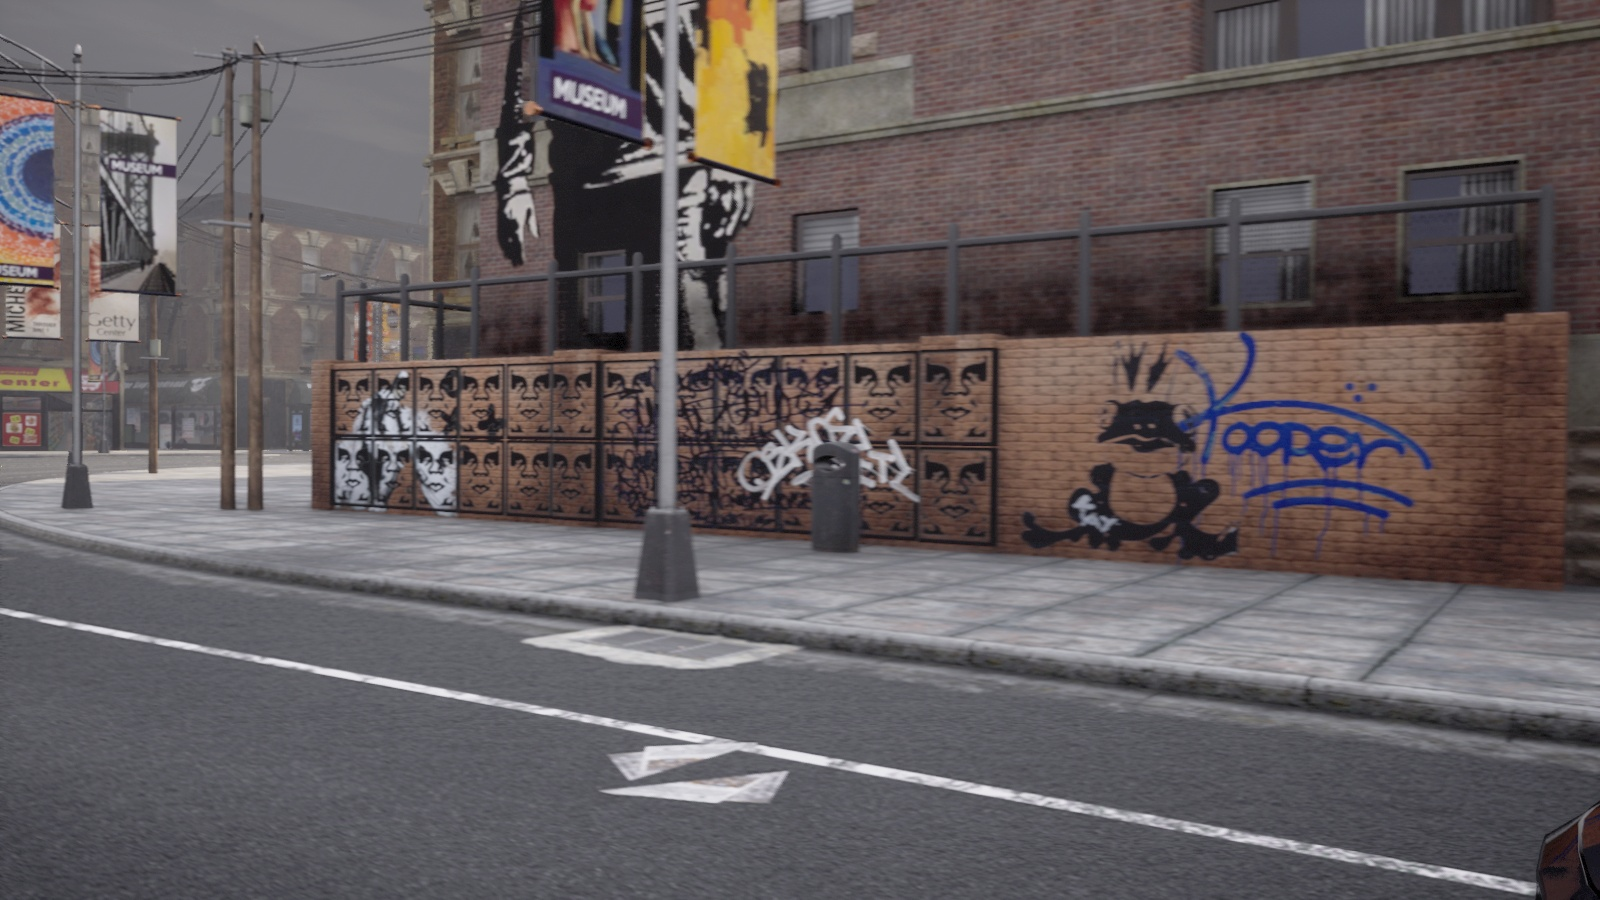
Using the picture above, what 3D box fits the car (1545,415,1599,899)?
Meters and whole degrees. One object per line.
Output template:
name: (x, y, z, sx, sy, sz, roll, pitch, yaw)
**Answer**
car: (3.539, 0.682, 1.247, 4.792, 1.488, 2.163, 0, 1, 30)
